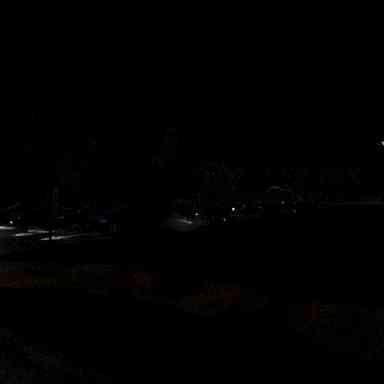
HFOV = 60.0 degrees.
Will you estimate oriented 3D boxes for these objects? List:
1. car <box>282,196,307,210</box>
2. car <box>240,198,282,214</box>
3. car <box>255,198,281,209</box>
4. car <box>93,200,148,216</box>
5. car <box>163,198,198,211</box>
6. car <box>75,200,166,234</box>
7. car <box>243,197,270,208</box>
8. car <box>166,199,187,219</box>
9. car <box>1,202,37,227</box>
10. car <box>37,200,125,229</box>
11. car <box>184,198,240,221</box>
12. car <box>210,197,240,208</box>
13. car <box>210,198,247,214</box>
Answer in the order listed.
[{"bbox_3d":[13.341,1.353,43.493,2.097,1.767,4.553,0,0,36],"label":"car"},{"bbox_3d":[7.416,1.478,35.402,1.882,1.535,5.008,0,0,36],"label":"car"},{"bbox_3d":[10.507,1.564,45.556,1.994,1.385,4.181,0,0,36],"label":"car"},{"bbox_3d":[-7.034,1.547,33.404,2.033,1.411,5.357,0,0,36],"label":"car"},{"bbox_3d":[-1.327,1.526,41.225,1.812,1.442,4.674,0,0,36],"label":"car"},{"bbox_3d":[-4.045,1.478,19.668,1.882,1.535,5.008,0,0,36],"label":"car"},{"bbox_3d":[9.875,1.548,50.583,2.033,1.411,5.357,0,0,37],"label":"car"},{"bbox_3d":[-1.420,1.601,29.222,1.895,1.301,4.718,0,0,36],"label":"car"},{"bbox_3d":[-9.986,1.548,23.405,2.033,1.411,5.357,0,0,36],"label":"car"},{"bbox_3d":[-6.992,1.492,21.572,2.128,1.511,4.902,0,0,36],"label":"car"},{"bbox_3d":[1.781,1.505,27.675,1.837,1.490,4.892,0,0,36],"label":"car"},{"bbox_3d":[5.082,1.547,49.988,2.033,1.411,5.357,0,0,36],"label":"car"},{"bbox_3d":[4.099,1.505,36.796,1.837,1.490,4.892,0,0,36],"label":"car"}]
